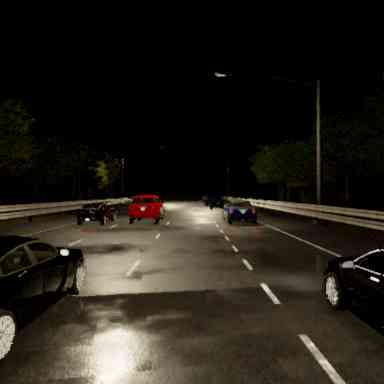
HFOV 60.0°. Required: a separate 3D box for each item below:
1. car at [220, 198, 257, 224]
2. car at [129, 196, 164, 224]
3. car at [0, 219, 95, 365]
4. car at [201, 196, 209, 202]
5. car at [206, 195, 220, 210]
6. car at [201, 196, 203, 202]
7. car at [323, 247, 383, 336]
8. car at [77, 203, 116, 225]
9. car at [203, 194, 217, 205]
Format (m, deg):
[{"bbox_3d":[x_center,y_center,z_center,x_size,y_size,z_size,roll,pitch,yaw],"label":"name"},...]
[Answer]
[{"bbox_3d":[3.570,1.422,25.465,2.097,1.767,4.553,0,0,0],"label":"car"},{"bbox_3d":[-3.429,1.292,25.801,2.150,2.045,5.566,0,0,0],"label":"car"},{"bbox_3d":[-3.407,1.493,5.784,1.882,1.535,5.008,0,0,0],"label":"car"},{"bbox_3d":[3.558,1.800,90.262,2.128,1.511,4.902,0,0,0],"label":"car"},{"bbox_3d":[3.456,1.571,46.300,2.033,1.649,4.856,0,0,0],"label":"car"},{"bbox_3d":[3.488,1.716,68.273,2.128,1.511,4.902,0,0,0],"label":"car"},{"bbox_3d":[3.595,1.518,4.915,1.837,1.490,4.892,0,0,0],"label":"car"},{"bbox_3d":[-6.926,1.571,24.432,1.837,1.490,4.892,0,0,0],"label":"car"},{"bbox_3d":[3.466,1.403,57.317,2.150,2.045,5.566,0,0,0],"label":"car"}]
